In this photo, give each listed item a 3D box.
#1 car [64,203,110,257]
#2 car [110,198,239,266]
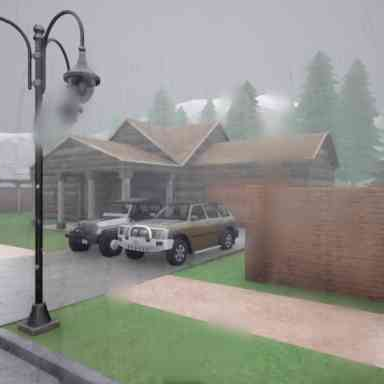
[{"bbox_3d":[-2.510,1.176,12.247,1.905,1.878,3.866,0,0,35],"label":"car"},{"bbox_3d":[-0.223,1.174,11.132,1.932,1.855,4.605,0,0,35],"label":"car"}]
